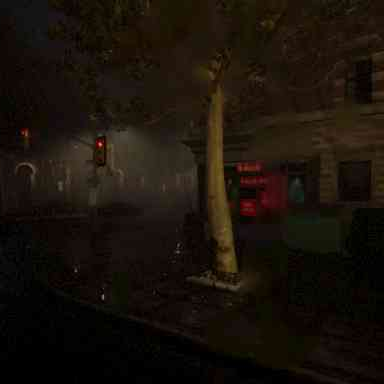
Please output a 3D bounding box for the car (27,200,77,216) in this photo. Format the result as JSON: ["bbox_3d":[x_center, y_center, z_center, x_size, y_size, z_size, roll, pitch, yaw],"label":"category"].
[{"bbox_3d":[-13.334,1.523,31.926,1.812,1.442,4.674,0,0,36],"label":"car"}]

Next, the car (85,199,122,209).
[{"bbox_3d":[-11.918,1.592,45.144,1.895,1.301,4.718,0,0,36],"label":"car"}]

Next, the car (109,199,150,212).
[{"bbox_3d":[-7.440,1.598,40.004,1.895,1.301,4.718,0,0,36],"label":"car"}]

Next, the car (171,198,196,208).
[{"bbox_3d":[-1.368,1.545,48.282,2.033,1.411,5.357,0,0,36],"label":"car"}]

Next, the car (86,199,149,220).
[{"bbox_3d":[-6.123,1.524,27.897,1.812,1.442,4.674,0,0,36],"label":"car"}]
